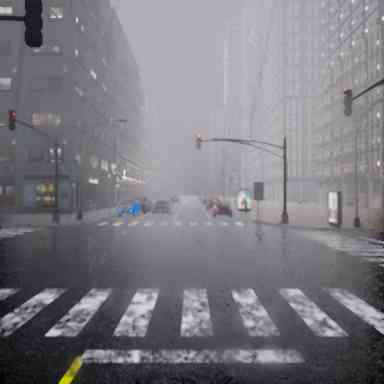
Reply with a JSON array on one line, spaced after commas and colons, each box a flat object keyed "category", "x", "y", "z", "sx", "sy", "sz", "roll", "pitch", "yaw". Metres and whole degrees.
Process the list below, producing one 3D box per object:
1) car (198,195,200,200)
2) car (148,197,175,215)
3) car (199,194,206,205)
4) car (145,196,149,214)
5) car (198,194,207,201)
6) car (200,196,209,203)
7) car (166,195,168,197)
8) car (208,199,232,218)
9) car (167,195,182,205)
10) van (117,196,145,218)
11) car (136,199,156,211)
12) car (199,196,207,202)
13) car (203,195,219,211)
[{"category": "car", "x": 2.702, "y": 1.589, "z": 69.005, "sx": 2.008, "sy": 1.369, "sz": 4.403, "roll": 0, "pitch": 0, "yaw": 0}, {"category": "car", "x": -2.997, "y": 1.554, "z": 33.860, "sx": 1.837, "sy": 1.490, "sz": 4.892, "roll": 0, "pitch": 0, "yaw": 0}, {"category": "car", "x": 2.702, "y": 1.467, "z": 57.950, "sx": 1.967, "sy": 1.590, "sz": 4.097, "roll": 0, "pitch": 0, "yaw": 0}, {"category": "car", "x": -5.679, "y": 1.327, "z": 35.841, "sx": 2.192, "sy": 1.841, "sz": 5.009, "roll": 0, "pitch": 0, "yaw": 0}, {"category": "car", "x": 2.705, "y": 1.373, "z": 85.588, "sx": 2.192, "sy": 1.841, "sz": 5.009, "roll": 0, "pitch": 0, "yaw": 0}, {"category": "car", "x": 2.703, "y": 1.589, "z": 74.533, "sx": 1.887, "sy": 1.381, "sz": 4.507, "roll": 0, "pitch": 0, "yaw": 0}, {"category": "car", "x": -5.677, "y": 1.491, "z": 80.061, "sx": 1.967, "sy": 1.590, "sz": 4.097, "roll": 0, "pitch": 0, "yaw": 0}, {"category": "car", "x": 2.700, "y": 1.591, "z": 30.311, "sx": 1.802, "sy": 1.307, "sz": 4.206, "roll": 0, "pitch": 0, "yaw": 0}, {"category": "car", "x": -2.996, "y": 1.458, "z": 60.927, "sx": 1.837, "sy": 1.490, "sz": 4.892, "roll": 0, "pitch": 0, "yaw": 0}, {"category": "van", "x": -5.679, "y": 1.350, "z": 30.313, "sx": 1.690, "sy": 1.788, "sz": 3.998, "roll": 0, "pitch": 0, "yaw": 0}, {"category": "car", "x": -5.680, "y": 1.560, "z": 41.369, "sx": 1.887, "sy": 1.381, "sz": 4.507, "roll": 0, "pitch": 0, "yaw": 0}, {"category": "car", "x": 2.703, "y": 1.633, "z": 80.060, "sx": 1.802, "sy": 1.307, "sz": 4.206, "roll": 0, "pitch": 0, "yaw": 0}, {"category": "car", "x": 2.701, "y": 1.455, "z": 41.367, "sx": 1.967, "sy": 1.590, "sz": 4.097, "roll": 0, "pitch": 0, "yaw": 0}]
